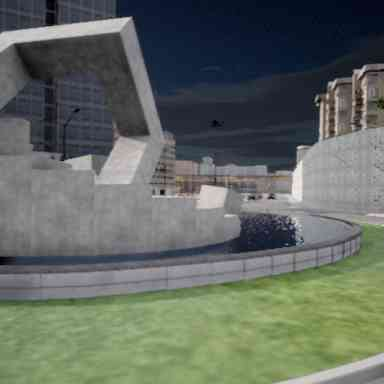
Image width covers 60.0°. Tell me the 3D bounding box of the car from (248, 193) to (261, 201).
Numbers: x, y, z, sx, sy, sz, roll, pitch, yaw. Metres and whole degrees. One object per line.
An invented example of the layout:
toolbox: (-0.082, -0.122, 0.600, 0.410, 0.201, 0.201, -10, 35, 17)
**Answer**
car: (13.181, 1.202, 71.994, 2.128, 1.511, 4.902, 1, 0, 15)

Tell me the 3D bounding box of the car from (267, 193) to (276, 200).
car: (19.494, 1.292, 81.774, 1.895, 1.301, 4.718, 1, 0, 15)

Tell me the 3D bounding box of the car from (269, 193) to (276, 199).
car: (22.137, 1.119, 91.387, 1.837, 1.490, 4.892, 1, 0, 15)

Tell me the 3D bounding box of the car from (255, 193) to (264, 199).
car: (18.541, 1.081, 91.511, 2.128, 1.511, 4.902, 1, 0, 15)

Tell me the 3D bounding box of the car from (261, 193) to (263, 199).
car: (15.892, 1.168, 81.868, 1.812, 1.442, 4.674, 1, 0, 15)
